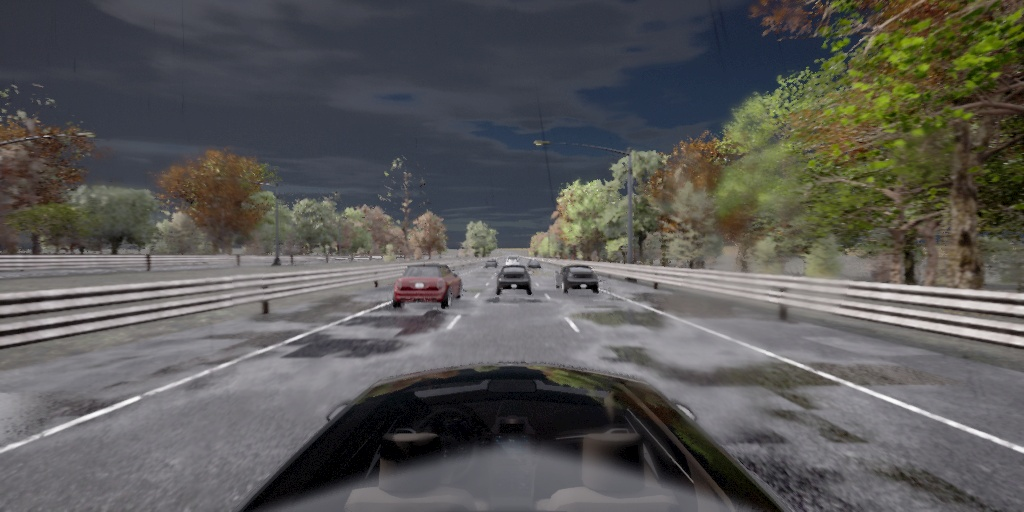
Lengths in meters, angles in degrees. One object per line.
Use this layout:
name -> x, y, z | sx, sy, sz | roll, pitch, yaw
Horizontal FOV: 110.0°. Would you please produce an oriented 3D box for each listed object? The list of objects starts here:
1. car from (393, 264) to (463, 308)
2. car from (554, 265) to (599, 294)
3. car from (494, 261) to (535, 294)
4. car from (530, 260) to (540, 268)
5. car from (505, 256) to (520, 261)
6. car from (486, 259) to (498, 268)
car -> -3.400, 1.100, 15.296 | 2.097, 1.767, 4.553 | 0, 0, 0
car -> 3.603, 1.255, 20.457 | 1.837, 1.490, 4.892 | 0, 0, 0
car -> 0.102, 1.255, 20.437 | 1.837, 1.490, 4.892 | 0, 0, 0
car -> 3.603, 1.306, 60.158 | 1.994, 1.385, 4.181 | 0, 0, 0
car -> 0.104, 0.965, 59.705 | 2.150, 2.045, 5.566 | 0, 0, 0
car -> -3.397, 1.234, 60.937 | 2.128, 1.511, 4.902 | 0, 0, 0
